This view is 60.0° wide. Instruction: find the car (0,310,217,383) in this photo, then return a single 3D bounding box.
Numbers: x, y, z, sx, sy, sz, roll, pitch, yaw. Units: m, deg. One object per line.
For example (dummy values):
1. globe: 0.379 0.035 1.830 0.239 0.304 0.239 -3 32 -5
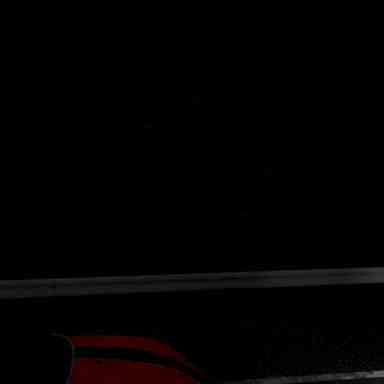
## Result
1. car: -1.847 1.353 1.670 4.553 1.767 2.097 0 0 -6
